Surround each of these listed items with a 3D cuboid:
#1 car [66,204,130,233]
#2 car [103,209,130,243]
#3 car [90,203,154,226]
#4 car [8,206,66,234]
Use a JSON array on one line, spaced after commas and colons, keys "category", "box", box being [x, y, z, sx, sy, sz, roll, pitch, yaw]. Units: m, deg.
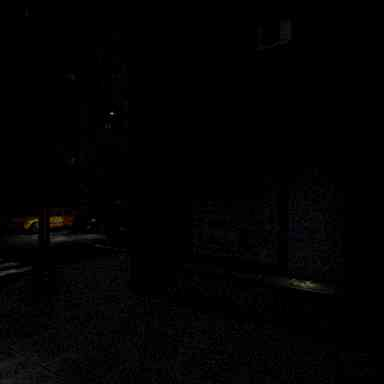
[{"category": "car", "box": [-4.734, 1.498, 20.248, 1.882, 1.535, 5.008, 0, 0, 36]}, {"category": "car", "box": [-1.604, 1.561, 15.190, 1.947, 1.339, 4.313, 0, 0, 36]}, {"category": "car", "box": [-4.975, 1.584, 24.270, 2.008, 1.369, 4.403, 0, 0, 36]}, {"category": "car", "box": [-8.224, 1.554, 19.729, 1.752, 1.417, 4.829, 0, 0, 36]}]
